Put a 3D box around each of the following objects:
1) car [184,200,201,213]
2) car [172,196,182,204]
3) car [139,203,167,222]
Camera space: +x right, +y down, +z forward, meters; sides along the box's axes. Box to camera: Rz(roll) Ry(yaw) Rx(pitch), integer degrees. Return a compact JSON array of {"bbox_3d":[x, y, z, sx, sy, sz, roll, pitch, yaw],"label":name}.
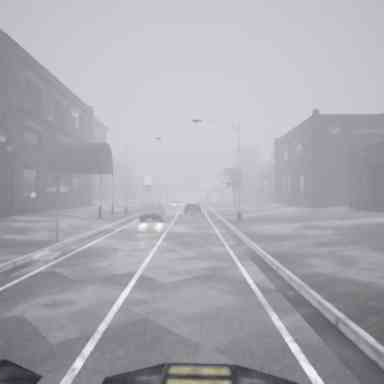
[{"bbox_3d":[0.096,1.648,38.457,1.812,1.442,4.674,0,0,0],"label":"car"},{"bbox_3d":[-3.031,1.652,68.285,2.128,1.511,4.902,0,0,0],"label":"car"},{"bbox_3d":[-3.112,1.654,27.347,2.033,1.411,5.357,0,0,0],"label":"car"}]
